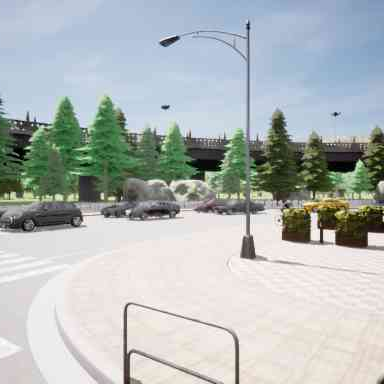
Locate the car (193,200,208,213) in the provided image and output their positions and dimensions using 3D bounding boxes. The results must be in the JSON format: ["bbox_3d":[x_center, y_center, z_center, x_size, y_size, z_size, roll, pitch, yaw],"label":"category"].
[{"bbox_3d":[2.325,1.470,35.611,4.674,1.442,1.812,0,0,-28],"label":"car"}]

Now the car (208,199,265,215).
[{"bbox_3d":[4.670,1.492,33.057,5.357,1.411,2.033,0,0,-26],"label":"car"}]

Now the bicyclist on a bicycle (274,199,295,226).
[{"bbox_3d":[5.566,1.245,19.586,0.582,1.620,1.656,0,0,-44],"label":"bicyclist on a bicycle"}]

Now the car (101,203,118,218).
[{"bbox_3d":[-5.858,1.508,29.228,1.994,1.385,4.181,0,0,45],"label":"car"}]

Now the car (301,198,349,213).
[{"bbox_3d":[14.542,1.422,36.285,5.008,1.535,1.882,0,0,-7],"label":"car"}]

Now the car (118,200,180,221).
[{"bbox_3d":[-3.158,1.436,27.134,4.902,1.511,2.128,0,0,-44],"label":"car"}]

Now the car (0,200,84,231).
[{"bbox_3d":[-8.955,1.297,20.064,2.097,1.767,4.553,0,0,37],"label":"car"}]

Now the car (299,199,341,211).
[{"bbox_3d":[15.273,1.508,39.836,4.181,1.385,1.994,0,0,-6],"label":"car"}]
